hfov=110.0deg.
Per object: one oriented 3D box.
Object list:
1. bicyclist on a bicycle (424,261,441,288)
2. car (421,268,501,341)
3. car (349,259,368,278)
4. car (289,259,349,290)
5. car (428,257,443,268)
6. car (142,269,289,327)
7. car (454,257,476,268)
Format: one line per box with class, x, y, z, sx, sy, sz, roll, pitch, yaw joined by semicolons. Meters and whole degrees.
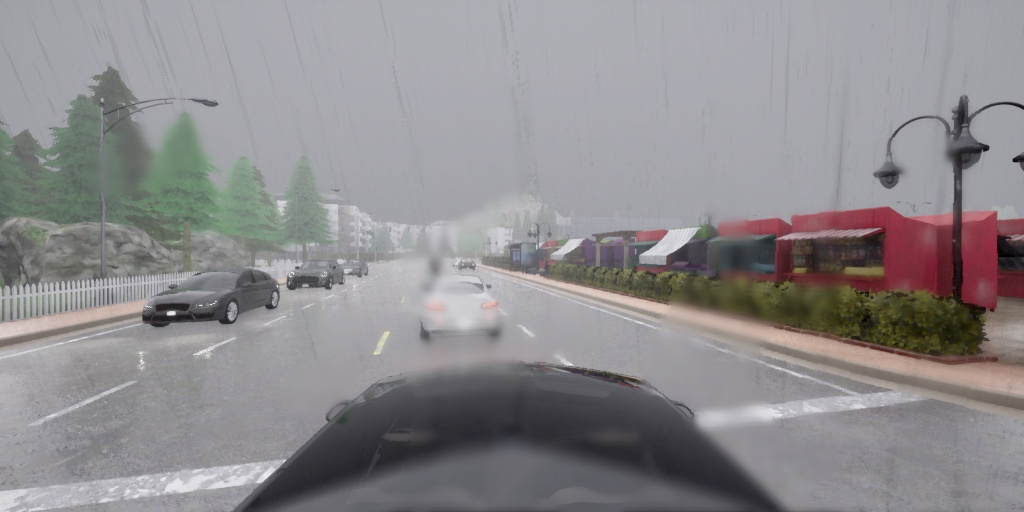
bicyclist on a bicycle;-4.293;1.078;19.589;0.582;1.620;1.656;0;1;25
car;-1.468;1.225;9.737;1.812;1.442;4.674;0;0;-12
car;-13.564;1.032;30.683;2.128;1.511;4.902;0;0;-13
car;-11.374;0.965;21.059;2.097;1.767;4.553;0;0;-13
car;-10.814;0.897;50.793;1.837;1.490;4.892;0;0;-13
car;-9.179;1.190;11.457;1.837;1.490;4.892;0;0;-13
car;-5.587;1.046;43.729;1.895;1.301;4.718;0;0;-13
